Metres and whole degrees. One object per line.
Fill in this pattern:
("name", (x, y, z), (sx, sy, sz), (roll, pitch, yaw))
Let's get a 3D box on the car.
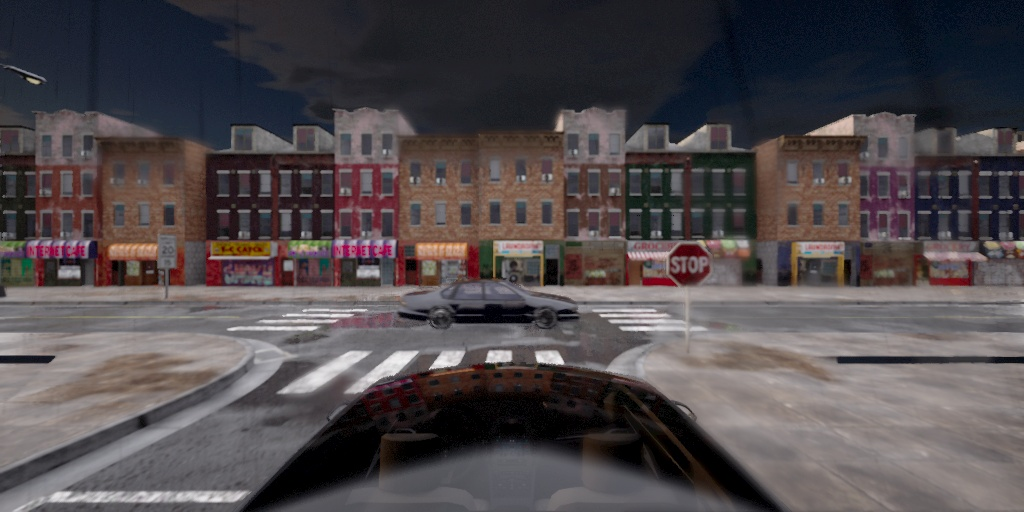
("car", (-0.699, 1.412, 11.035), (5.357, 1.411, 2.033), (0, 0, 0))
